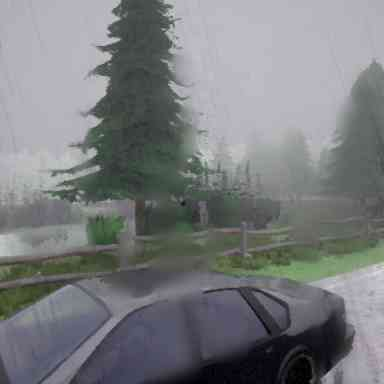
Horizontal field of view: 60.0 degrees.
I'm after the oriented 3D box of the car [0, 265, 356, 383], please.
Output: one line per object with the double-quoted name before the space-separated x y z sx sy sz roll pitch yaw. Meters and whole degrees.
"car" -0.519 1.555 3.283 5.357 1.411 2.033 0 0 -36
